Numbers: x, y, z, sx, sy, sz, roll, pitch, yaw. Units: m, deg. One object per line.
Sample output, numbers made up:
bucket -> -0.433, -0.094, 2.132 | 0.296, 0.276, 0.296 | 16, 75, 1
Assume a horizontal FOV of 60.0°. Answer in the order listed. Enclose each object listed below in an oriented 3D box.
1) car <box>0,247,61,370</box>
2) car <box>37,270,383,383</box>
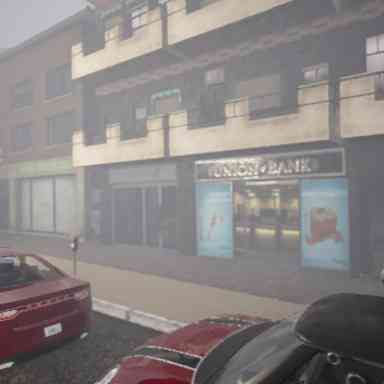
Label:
car -> -3.527, 1.575, 5.404 | 4.507, 1.381, 1.887 | 0, -1, 36
car -> 1.090, 1.442, 2.111 | 4.097, 1.590, 1.967 | 0, -1, 36
